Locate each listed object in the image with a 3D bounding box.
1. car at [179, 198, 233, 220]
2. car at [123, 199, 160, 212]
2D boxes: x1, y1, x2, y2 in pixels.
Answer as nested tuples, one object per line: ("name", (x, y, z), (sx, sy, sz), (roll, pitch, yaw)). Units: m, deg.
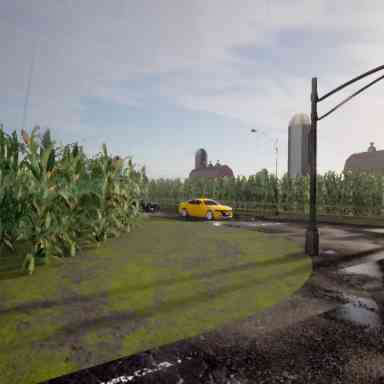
("car", (1.007, 1.279, 25.976), (1.882, 1.535, 5.008), (2, 0, -38))
("car", (-5.173, 1.322, 33.915), (1.895, 1.301, 4.718), (2, 0, -38))
